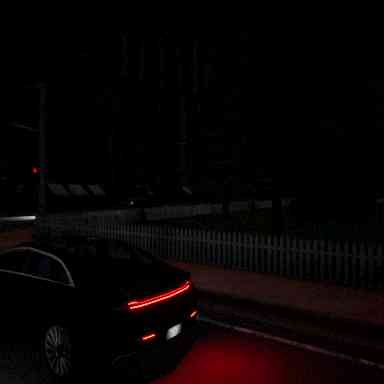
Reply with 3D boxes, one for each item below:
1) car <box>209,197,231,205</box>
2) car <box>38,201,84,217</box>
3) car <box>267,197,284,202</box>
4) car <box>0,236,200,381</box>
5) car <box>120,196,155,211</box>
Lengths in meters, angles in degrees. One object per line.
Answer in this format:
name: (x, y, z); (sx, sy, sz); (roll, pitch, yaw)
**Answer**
car: (4.800, 1.601, 57.335); (1.895, 1.301, 4.718); (0, 0, 34)
car: (-12.451, 1.564, 31.904); (1.994, 1.385, 4.181); (0, 0, 34)
car: (15.127, 1.547, 59.938); (2.033, 1.411, 5.357); (0, 0, 34)
car: (-2.185, 1.491, 5.497); (4.902, 1.511, 2.128); (0, 0, 36)
car: (-6.634, 1.352, 40.525); (2.097, 1.767, 4.553); (0, 0, 34)
